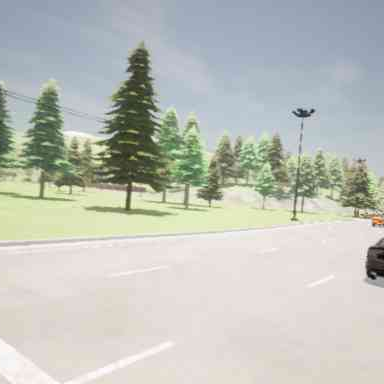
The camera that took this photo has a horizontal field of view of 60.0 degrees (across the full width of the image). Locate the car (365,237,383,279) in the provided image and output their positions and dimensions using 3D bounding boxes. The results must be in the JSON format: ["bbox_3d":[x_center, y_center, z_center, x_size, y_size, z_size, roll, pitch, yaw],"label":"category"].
[{"bbox_3d":[7.373,2.120,11.113,1.882,1.535,5.008,5,0,42],"label":"car"}]

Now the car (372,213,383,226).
[{"bbox_3d":[23.930,3.445,41.107,2.097,1.767,4.553,5,0,41],"label":"car"}]
